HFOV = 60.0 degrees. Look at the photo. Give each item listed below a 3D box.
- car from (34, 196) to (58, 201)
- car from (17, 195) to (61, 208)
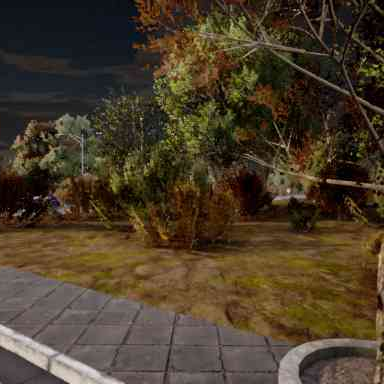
[{"bbox_3d":[-16.703,1.288,35.628,2.128,1.511,4.902,0,0,32],"label":"car"},{"bbox_3d":[-20.038,1.222,43.862,1.882,1.535,5.008,0,0,32],"label":"car"}]
